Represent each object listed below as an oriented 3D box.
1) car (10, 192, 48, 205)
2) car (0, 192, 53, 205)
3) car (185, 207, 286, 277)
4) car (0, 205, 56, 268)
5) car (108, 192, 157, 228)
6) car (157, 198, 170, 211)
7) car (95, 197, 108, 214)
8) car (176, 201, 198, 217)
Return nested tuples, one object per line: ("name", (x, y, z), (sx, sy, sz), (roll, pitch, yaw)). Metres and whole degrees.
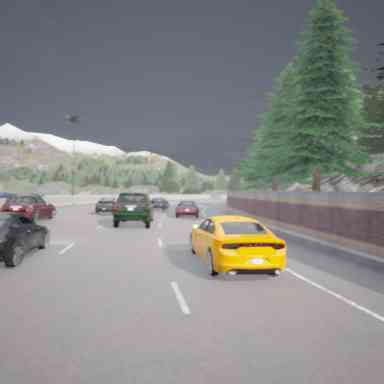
("car", (-21.078, 0.840, 43.270), (2.128, 1.511, 4.902), (1, 0, 5))
("car", (-10.608, 1.023, 21.851), (2.097, 1.767, 4.553), (1, 0, -4))
("car", (1.160, 1.479, 10.369), (1.882, 1.535, 5.008), (1, 0, -9))
("car", (-5.895, 1.347, 10.321), (1.812, 1.442, 4.674), (1, 0, -9))
("car", (-3.605, 1.067, 21.265), (2.150, 2.045, 5.566), (1, -1, -4))
("car", (-3.727, 1.352, 38.115), (2.033, 1.411, 5.357), (1, 0, 3))
("car", (-7.396, 1.222, 30.348), (2.128, 1.511, 4.902), (1, 0, 0))
("car", (-0.399, 1.476, 29.622), (1.994, 1.385, 4.181), (1, 0, -1))
